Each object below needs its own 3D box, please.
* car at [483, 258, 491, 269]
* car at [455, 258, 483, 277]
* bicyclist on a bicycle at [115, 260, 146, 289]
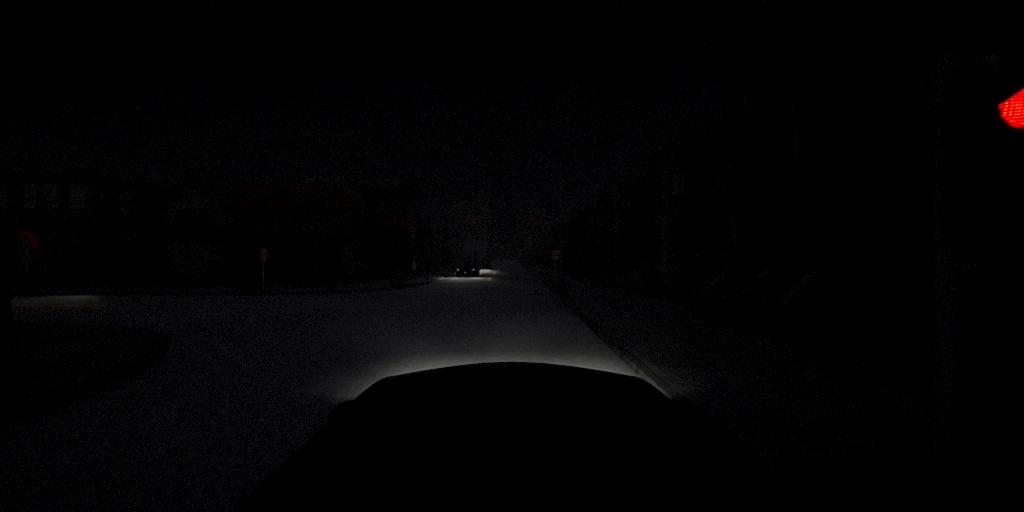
[{"bbox_3d":[-4.028,1.089,50.508,2.128,1.511,4.902,0,0,0],"label":"car"},{"bbox_3d":[-4.080,1.174,33.776,1.812,1.442,4.674,0,0,0],"label":"car"},{"bbox_3d":[-21.570,1.040,20.316,0.582,1.620,1.656,0,0,0],"label":"bicyclist on a bicycle"}]
